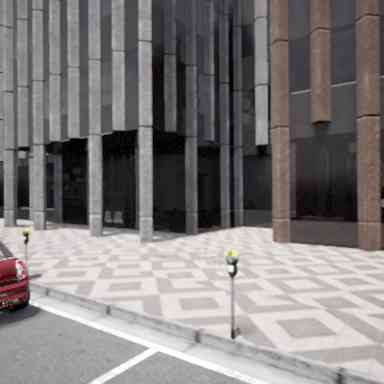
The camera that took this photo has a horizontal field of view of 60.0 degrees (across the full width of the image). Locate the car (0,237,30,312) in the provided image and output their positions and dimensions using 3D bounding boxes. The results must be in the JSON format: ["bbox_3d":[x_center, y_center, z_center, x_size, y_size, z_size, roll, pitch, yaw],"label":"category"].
[{"bbox_3d":[-5.053,1.482,6.583,4.097,1.590,1.967,0,0,36],"label":"car"}]
